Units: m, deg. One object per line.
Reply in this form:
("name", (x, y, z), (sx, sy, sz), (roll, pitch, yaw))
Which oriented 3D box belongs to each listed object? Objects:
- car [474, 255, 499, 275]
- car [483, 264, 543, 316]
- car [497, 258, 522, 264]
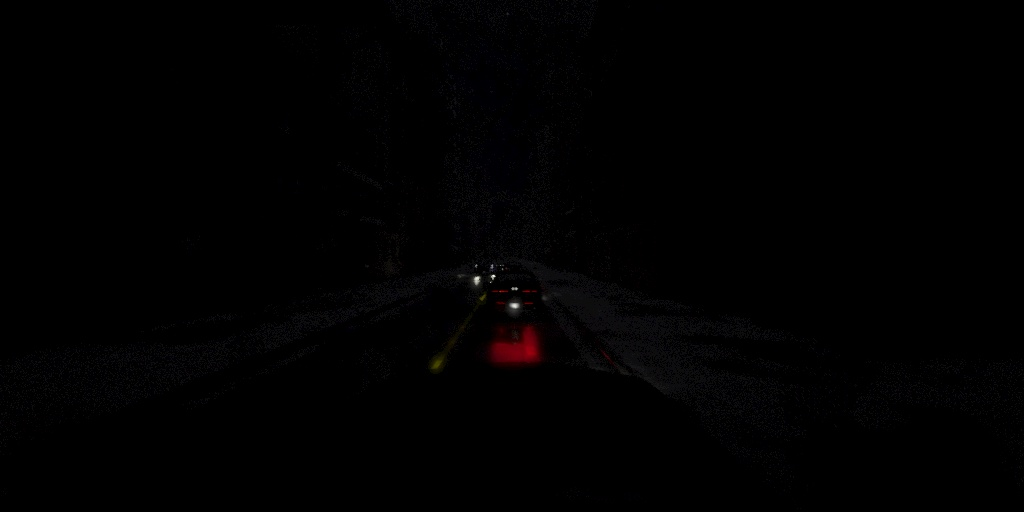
("car", (-2.836, 1.041, 38.507), (2.097, 1.767, 4.553), (0, 0, 0))
("car", (0.093, 1.235, 13.348), (1.837, 1.490, 4.892), (0, 1, 0))
("car", (0.098, 1.192, 29.869), (2.128, 1.511, 4.902), (0, 0, 0))
